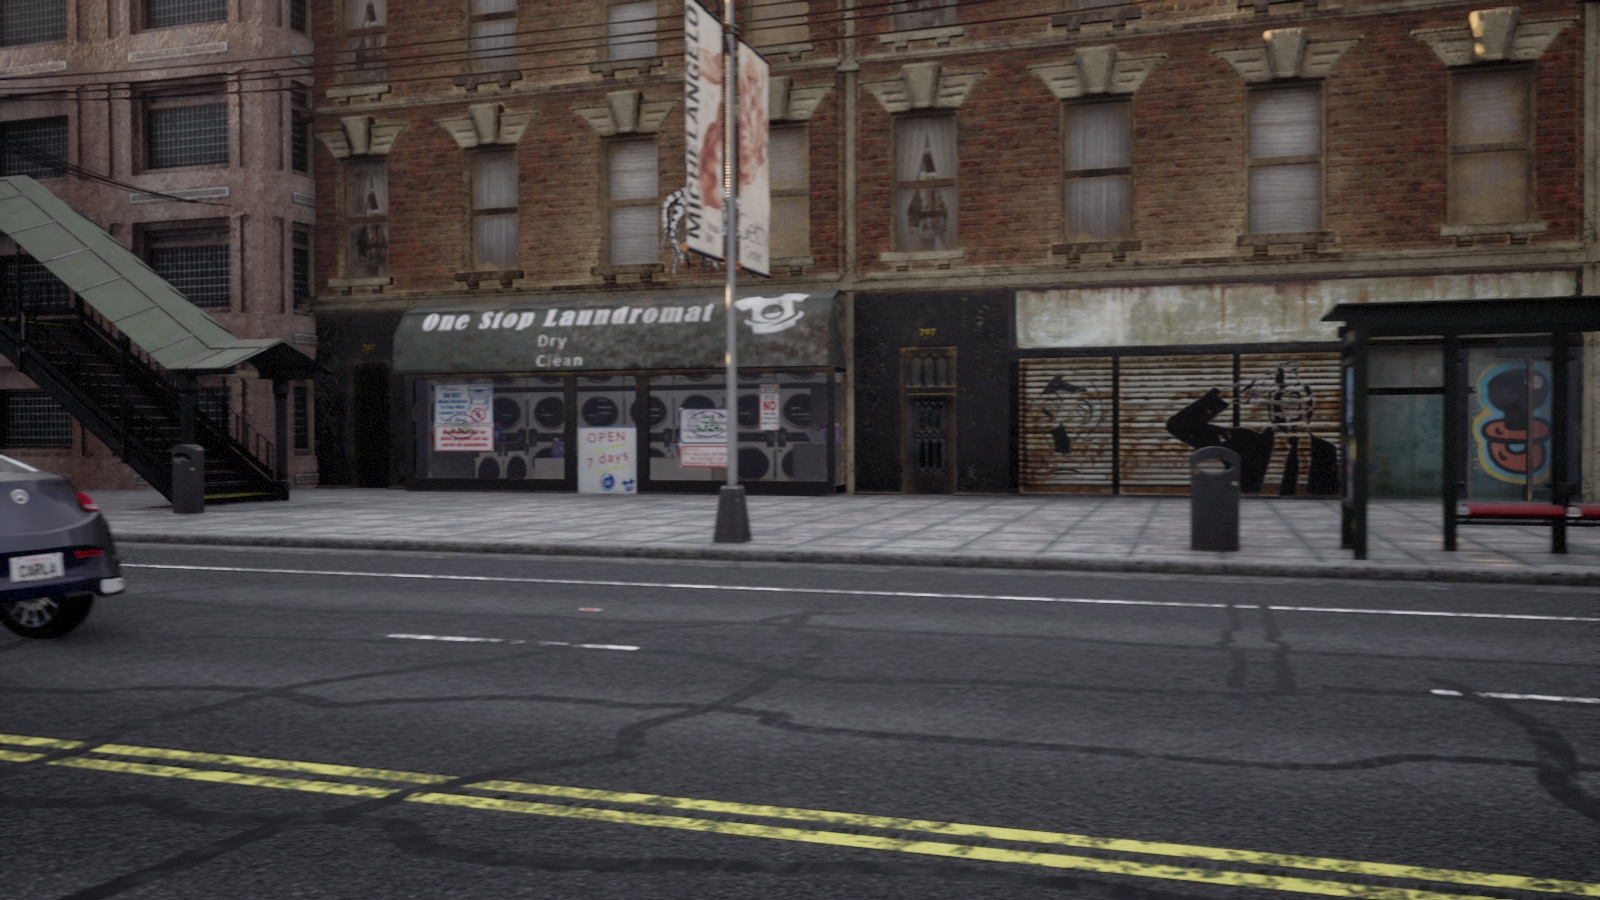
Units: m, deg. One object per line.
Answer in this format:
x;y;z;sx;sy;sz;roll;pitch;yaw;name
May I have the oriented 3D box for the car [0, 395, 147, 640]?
-7.726;0.432;9.343;5.027;1.651;2.152;0;1;17;car
